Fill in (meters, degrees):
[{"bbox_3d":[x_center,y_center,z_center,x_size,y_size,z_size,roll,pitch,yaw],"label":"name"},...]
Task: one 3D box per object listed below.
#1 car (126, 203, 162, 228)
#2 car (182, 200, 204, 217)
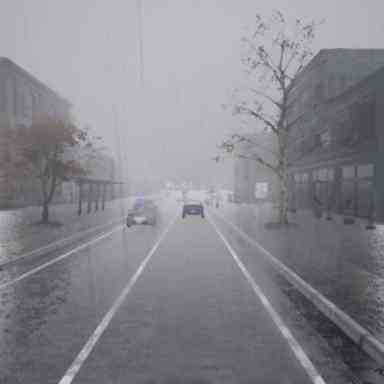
[{"bbox_3d":[-3.093,1.490,21.992,2.128,1.511,4.902,0,0,0],"label":"car"},{"bbox_3d":[0.107,1.475,30.836,1.882,1.535,5.008,0,0,0],"label":"car"}]
